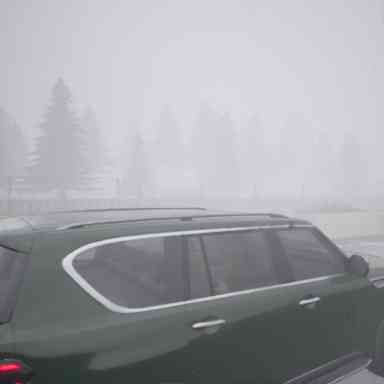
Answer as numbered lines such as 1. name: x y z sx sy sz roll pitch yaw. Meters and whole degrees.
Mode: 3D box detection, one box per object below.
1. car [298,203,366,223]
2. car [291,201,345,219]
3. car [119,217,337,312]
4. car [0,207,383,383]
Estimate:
1. car: 10.600 1.537 25.162 4.718 1.301 1.895 0 0 -22
2. car: 11.002 1.488 29.037 4.181 1.385 1.994 0 0 -21
3. car: 1.084 1.521 8.457 5.357 1.411 2.033 0 0 -31
4. car: 0.423 1.209 3.874 5.566 2.045 2.150 0 0 -33
